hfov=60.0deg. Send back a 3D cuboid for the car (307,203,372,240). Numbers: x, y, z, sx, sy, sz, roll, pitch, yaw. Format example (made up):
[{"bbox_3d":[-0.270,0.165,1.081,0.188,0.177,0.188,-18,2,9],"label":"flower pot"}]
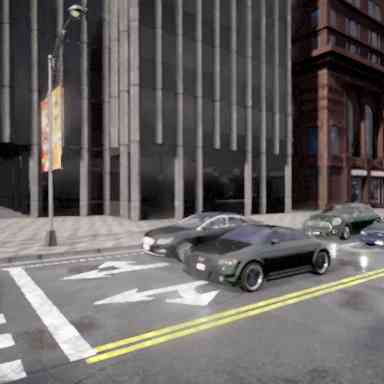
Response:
[{"bbox_3d":[7.800,1.379,17.218,4.553,1.767,2.097,0,0,-35],"label":"car"}]

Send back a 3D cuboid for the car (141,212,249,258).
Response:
[{"bbox_3d":[0.603,1.504,12.023,4.902,1.511,2.128,0,0,-32],"label":"car"}]

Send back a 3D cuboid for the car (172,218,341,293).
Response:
[{"bbox_3d":[1.843,1.575,8.970,4.181,1.385,1.994,0,0,-35],"label":"car"}]

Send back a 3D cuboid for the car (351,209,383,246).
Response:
[{"bbox_3d":[9.365,1.574,14.338,5.357,1.411,2.033,0,0,-36],"label":"car"}]
